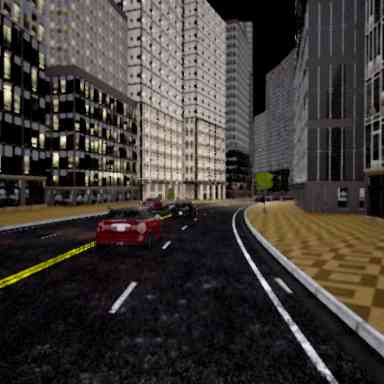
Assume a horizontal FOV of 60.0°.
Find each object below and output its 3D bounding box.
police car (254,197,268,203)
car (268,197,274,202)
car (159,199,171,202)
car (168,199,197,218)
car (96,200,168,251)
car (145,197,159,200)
[{"bbox_3d":[16.892,1.935,82.958,1.930,1.638,5.238,0,0,21],"label":"police car"},{"bbox_3d":[20.602,2.087,91.857,1.837,1.490,4.892,0,0,24],"label":"car"},{"bbox_3d":[-2.271,1.683,43.565,2.128,1.511,4.902,0,0,11],"label":"car"},{"bbox_3d":[-0.683,1.653,32.324,1.837,1.490,4.892,0,0,8],"label":"car"},{"bbox_3d":[-2.543,1.409,14.652,2.097,1.767,4.553,0,0,4],"label":"car"},{"bbox_3d":[-5.412,1.526,44.391,2.097,1.767,4.553,0,0,11],"label":"car"}]
